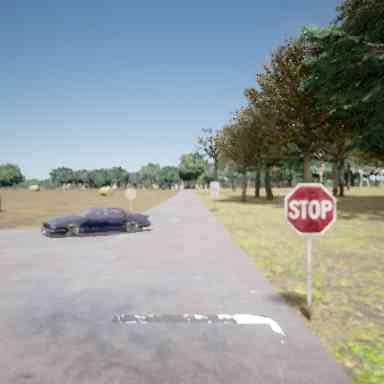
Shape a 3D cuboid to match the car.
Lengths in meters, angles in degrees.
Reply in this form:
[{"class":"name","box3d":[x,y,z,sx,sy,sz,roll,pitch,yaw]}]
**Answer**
[{"class":"car","box3d":[-4.667,1.464,16.955,5.357,1.411,2.033,0,0,-38]}]
